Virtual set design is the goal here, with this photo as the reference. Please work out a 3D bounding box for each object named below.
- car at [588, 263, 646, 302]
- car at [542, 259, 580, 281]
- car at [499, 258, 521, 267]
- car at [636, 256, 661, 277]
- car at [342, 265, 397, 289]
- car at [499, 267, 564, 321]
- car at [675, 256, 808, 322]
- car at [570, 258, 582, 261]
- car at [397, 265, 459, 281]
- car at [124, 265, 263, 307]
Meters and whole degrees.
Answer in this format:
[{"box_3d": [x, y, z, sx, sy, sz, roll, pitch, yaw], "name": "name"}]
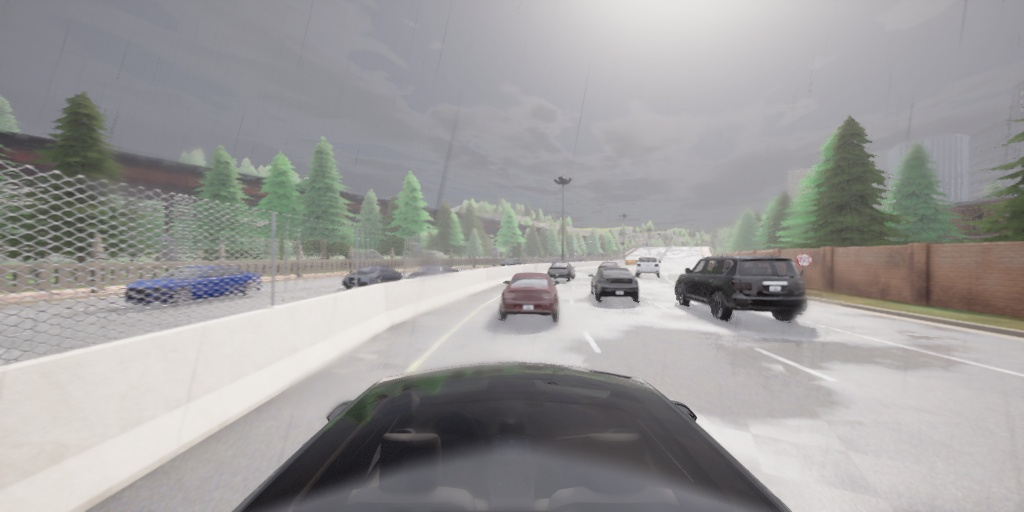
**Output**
[{"box_3d": [4.850, 1.279, 17.275, 1.837, 1.490, 4.892, 0, 0, 9], "name": "car"}, {"box_3d": [4.144, 1.259, 29.794, 2.128, 1.511, 4.902, 0, 0, 16], "name": "car"}, {"box_3d": [-0.180, 1.092, 56.163, 2.097, 1.767, 4.553, 0, 0, 28], "name": "car"}, {"box_3d": [13.820, 1.041, 36.350, 2.150, 2.045, 5.566, 0, 0, 22], "name": "car"}, {"box_3d": [-8.612, 1.263, 22.397, 1.994, 1.385, 4.181, 0, 0, 12], "name": "car"}, {"box_3d": [0.664, 1.277, 12.341, 1.812, 1.442, 4.674, 0, 0, 5], "name": "car"}, {"box_3d": [7.699, 1.012, 12.736, 2.150, 2.045, 5.566, 0, 0, 6], "name": "car"}, {"box_3d": [10.725, 1.151, 61.871, 2.097, 1.767, 4.553, 0, 0, 28], "name": "car"}, {"box_3d": [-4.976, 1.267, 23.129, 2.033, 1.411, 5.357, 0, 0, 11], "name": "car"}, {"box_3d": [-13.242, 1.153, 15.349, 1.882, 1.535, 5.008, 0, 0, 7], "name": "car"}]
